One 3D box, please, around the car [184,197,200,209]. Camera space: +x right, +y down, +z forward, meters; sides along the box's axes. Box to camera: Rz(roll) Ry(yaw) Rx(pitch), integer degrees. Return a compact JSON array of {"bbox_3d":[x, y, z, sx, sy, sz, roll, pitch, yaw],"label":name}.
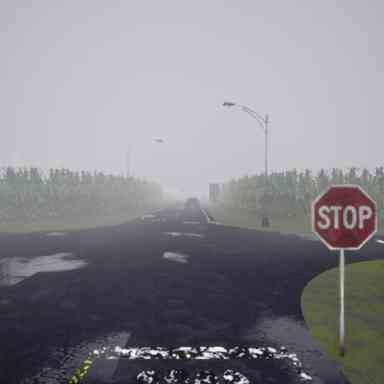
[{"bbox_3d":[0.037,1.493,45.603,1.837,1.490,4.892,0,0,0],"label":"car"}]
